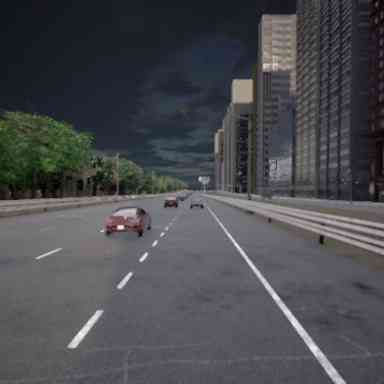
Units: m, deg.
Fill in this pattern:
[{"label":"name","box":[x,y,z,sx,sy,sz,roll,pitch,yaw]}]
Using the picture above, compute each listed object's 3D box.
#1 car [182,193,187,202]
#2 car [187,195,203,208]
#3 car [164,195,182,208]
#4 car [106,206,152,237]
[{"label":"car","box":[-2.700,1.535,80.037,1.837,1.490,4.892,0,0,0]},{"label":"car","box":[0.673,1.551,48.568,2.033,1.411,5.357,0,0,0]},{"label":"car","box":[-2.954,1.456,48.897,1.882,1.535,5.008,0,0,1]},{"label":"car","box":[-3.306,1.498,17.866,1.812,1.442,4.674,0,0,1]}]
